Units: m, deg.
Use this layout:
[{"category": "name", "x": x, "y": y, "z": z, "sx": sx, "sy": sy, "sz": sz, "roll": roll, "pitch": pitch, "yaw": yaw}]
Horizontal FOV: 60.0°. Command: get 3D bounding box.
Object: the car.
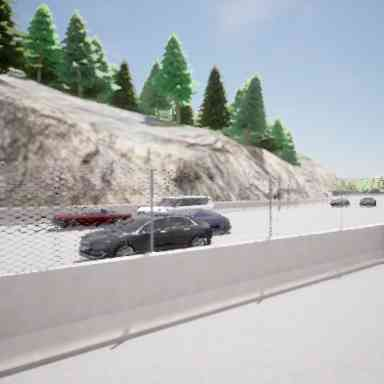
[{"category": "car", "x": -1.445, "y": 1.526, "z": 11.801, "sx": 4.892, "sy": 1.490, "sz": 1.837, "roll": 0, "pitch": 0, "yaw": -38}]
